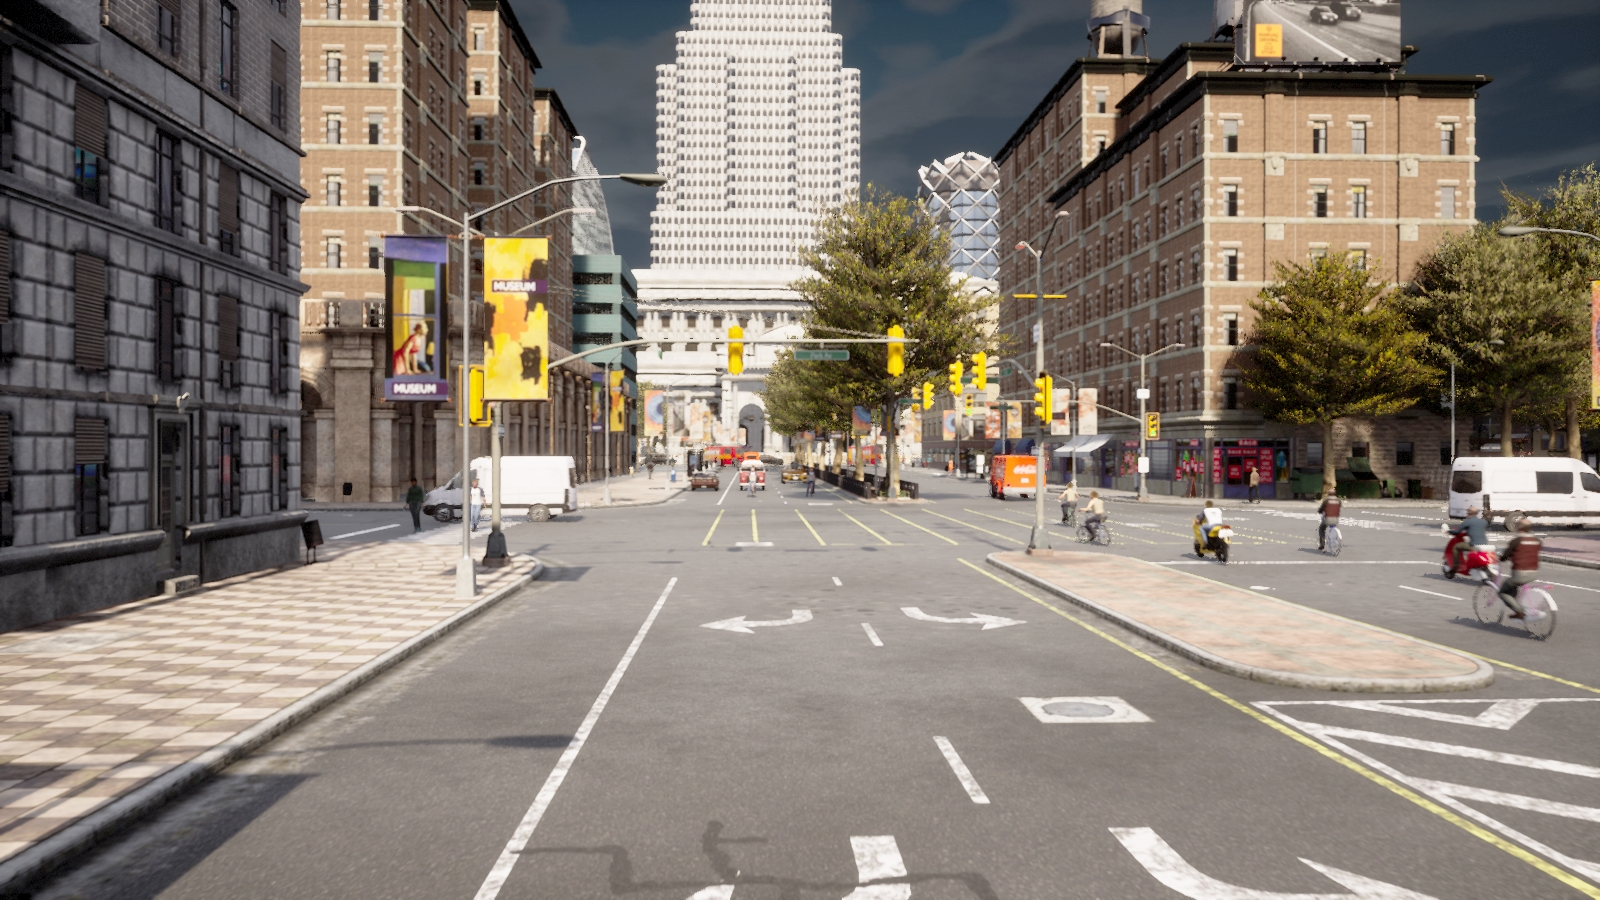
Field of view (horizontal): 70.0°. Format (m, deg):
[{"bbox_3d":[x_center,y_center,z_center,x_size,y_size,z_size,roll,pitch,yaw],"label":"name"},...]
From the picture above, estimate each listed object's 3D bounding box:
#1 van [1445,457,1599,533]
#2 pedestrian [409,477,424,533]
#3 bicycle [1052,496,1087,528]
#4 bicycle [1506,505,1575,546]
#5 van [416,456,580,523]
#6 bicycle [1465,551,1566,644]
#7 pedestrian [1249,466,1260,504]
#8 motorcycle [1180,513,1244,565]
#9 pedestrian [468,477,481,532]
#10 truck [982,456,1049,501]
[{"bbox_3d":[25.933,1.534,39.880,5.915,2.561,1.988,0,0,-6],"label":"van"},{"bbox_3d":[-12.887,1.847,38.372,0.375,1.860,0.375,0,0,-3],"label":"pedestrian"},{"bbox_3d":[9.802,2.256,41.650,0.859,1.080,1.487,0,0,-2],"label":"bicycle"},{"bbox_3d":[22.226,2.256,34.319,0.859,1.080,1.487,-2,1,-24],"label":"bicycle"},{"bbox_3d":[-11.829,1.533,45.033,5.915,2.561,1.988,0,0,-1],"label":"van"},{"bbox_3d":[10.873,2.210,17.428,0.329,1.171,1.835,0,0,-3],"label":"bicycle"},{"bbox_3d":[22.248,1.696,55.916,0.375,1.860,0.375,0,0,-8],"label":"pedestrian"},{"bbox_3d":[10.364,2.212,28.804,0.803,1.145,2.033,0,0,-2],"label":"motorcycle"},{"bbox_3d":[-11.039,1.848,38.776,0.375,1.860,0.375,0,0,-11],"label":"pedestrian"},{"bbox_3d":[12.296,1.567,65.560,2.627,2.467,5.204,0,0,-2],"label":"truck"}]
